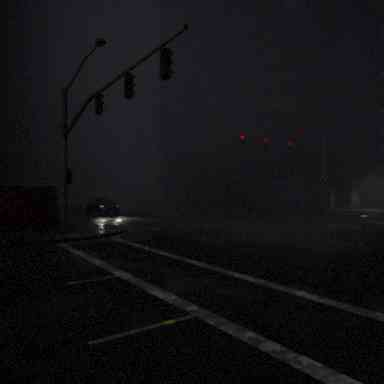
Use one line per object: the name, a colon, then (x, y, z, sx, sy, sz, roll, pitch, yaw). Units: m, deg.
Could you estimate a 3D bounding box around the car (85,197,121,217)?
car: (-8.390, 1.341, 31.303, 2.097, 1.767, 4.553, 0, 0, -36)
